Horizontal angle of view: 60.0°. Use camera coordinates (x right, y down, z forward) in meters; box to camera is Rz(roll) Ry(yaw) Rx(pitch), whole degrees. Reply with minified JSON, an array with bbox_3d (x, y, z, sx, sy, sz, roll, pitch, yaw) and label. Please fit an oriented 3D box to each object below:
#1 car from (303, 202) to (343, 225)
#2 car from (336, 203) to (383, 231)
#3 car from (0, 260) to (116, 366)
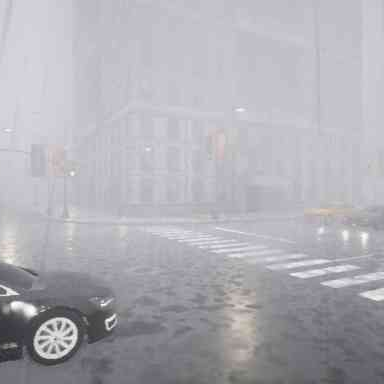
[{"bbox_3d":[10.234,1.478,24.010,5.008,1.535,1.882,0,0,-29],"label":"car"},{"bbox_3d":[11.899,1.547,20.935,5.357,1.411,2.033,0,0,-29],"label":"car"},{"bbox_3d":[-3.475,1.521,4.386,4.892,1.490,1.837,0,0,-29],"label":"car"}]
